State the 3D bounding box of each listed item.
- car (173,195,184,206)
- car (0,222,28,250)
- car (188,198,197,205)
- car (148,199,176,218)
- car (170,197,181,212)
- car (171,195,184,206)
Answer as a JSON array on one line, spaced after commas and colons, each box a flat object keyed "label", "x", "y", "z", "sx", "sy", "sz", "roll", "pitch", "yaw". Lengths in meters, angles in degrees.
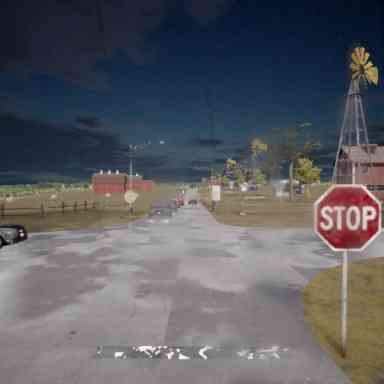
[{"label": "car", "x": -2.708, "y": 1.657, "z": 50.209, "sx": 2.128, "sy": 1.511, "sz": 4.902, "roll": 0, "pitch": -1, "yaw": 0}, {"label": "car", "x": -9.399, "y": 1.733, "z": 14.235, "sx": 4.181, "sy": 1.385, "sz": 1.994, "roll": -1, "pitch": 1, "yaw": -9}, {"label": "car", "x": 0.173, "y": 1.925, "z": 70.892, "sx": 1.812, "sy": 1.442, "sz": 4.674, "roll": 0, "pitch": -1, "yaw": 0}, {"label": "car", "x": -2.775, "y": 1.603, "z": 30.120, "sx": 1.994, "sy": 1.385, "sz": 4.181, "roll": 0, "pitch": 0, "yaw": 0}, {"label": "car", "x": -2.738, "y": 1.653, "z": 40.025, "sx": 1.994, "sy": 1.385, "sz": 4.181, "roll": 0, "pitch": 0, "yaw": 1}, {"label": "car", "x": -2.615, "y": 1.492, "z": 60.525, "sx": 2.150, "sy": 2.045, "sz": 5.566, "roll": 0, "pitch": -1, "yaw": 0}]
